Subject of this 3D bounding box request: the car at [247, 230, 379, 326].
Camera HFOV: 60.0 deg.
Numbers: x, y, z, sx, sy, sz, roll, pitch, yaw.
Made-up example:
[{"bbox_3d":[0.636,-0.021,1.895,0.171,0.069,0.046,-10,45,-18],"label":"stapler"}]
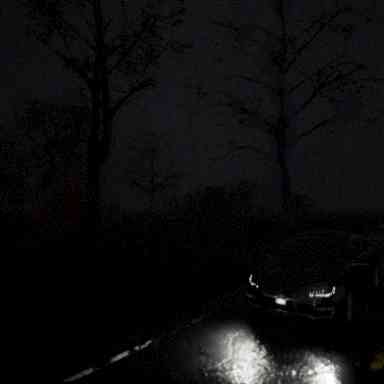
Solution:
[{"bbox_3d":[3.017,1.704,7.705,1.837,1.490,4.892,-2,-2,38],"label":"car"}]
